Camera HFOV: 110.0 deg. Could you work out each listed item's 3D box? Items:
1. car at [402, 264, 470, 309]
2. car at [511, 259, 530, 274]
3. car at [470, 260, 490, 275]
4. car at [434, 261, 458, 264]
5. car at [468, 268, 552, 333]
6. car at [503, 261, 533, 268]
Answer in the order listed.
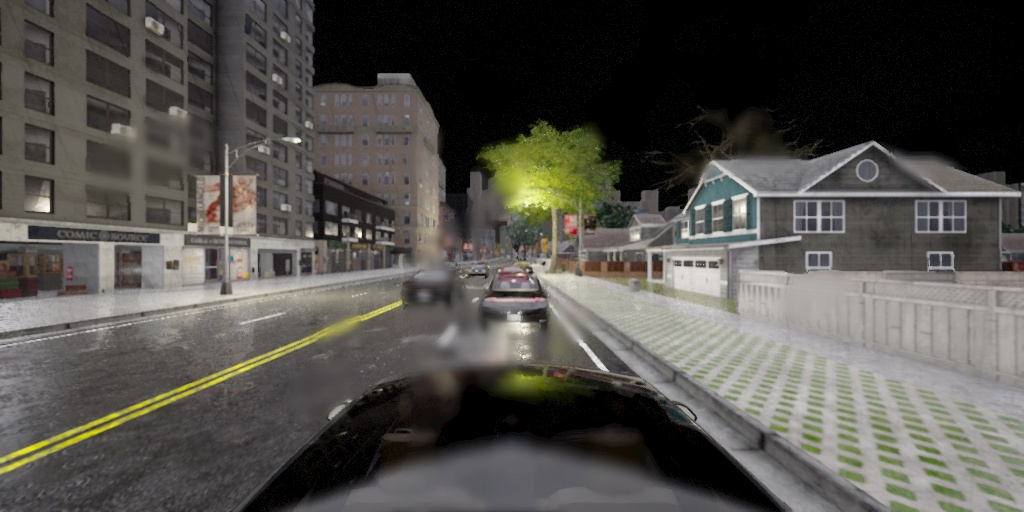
[{"bbox_3d":[-3.146,1.275,15.297,1.882,1.535,5.008,0,0,0],"label":"car"},{"bbox_3d":[0.984,1.225,43.745,2.097,1.767,4.553,0,0,0],"label":"car"},{"bbox_3d":[-3.143,1.399,34.463,2.033,1.411,5.357,0,0,0],"label":"car"},{"bbox_3d":[-6.590,1.365,38.039,1.837,1.490,4.892,0,0,0],"label":"car"},{"bbox_3d":[0.100,1.275,10.941,2.128,1.511,4.902,0,0,0],"label":"car"},{"bbox_3d":[0.105,1.300,23.299,1.882,1.535,5.008,0,0,0],"label":"car"}]
